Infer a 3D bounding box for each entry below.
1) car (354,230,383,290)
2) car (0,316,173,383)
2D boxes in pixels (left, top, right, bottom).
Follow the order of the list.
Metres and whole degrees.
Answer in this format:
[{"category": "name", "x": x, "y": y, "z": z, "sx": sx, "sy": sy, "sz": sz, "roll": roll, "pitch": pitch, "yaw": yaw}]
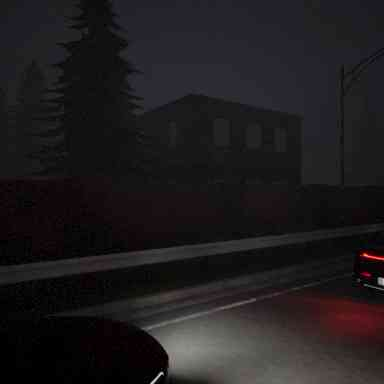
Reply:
[{"category": "car", "x": 5.743, "y": 1.505, "z": 7.843, "sx": 4.892, "sy": 1.490, "sz": 1.837, "roll": 0, "pitch": 0, "yaw": -35}, {"category": "car", "x": -2.296, "y": 1.526, "z": 2.114, "sx": 4.674, "sy": 1.442, "sz": 1.812, "roll": 0, "pitch": 0, "yaw": -36}]
